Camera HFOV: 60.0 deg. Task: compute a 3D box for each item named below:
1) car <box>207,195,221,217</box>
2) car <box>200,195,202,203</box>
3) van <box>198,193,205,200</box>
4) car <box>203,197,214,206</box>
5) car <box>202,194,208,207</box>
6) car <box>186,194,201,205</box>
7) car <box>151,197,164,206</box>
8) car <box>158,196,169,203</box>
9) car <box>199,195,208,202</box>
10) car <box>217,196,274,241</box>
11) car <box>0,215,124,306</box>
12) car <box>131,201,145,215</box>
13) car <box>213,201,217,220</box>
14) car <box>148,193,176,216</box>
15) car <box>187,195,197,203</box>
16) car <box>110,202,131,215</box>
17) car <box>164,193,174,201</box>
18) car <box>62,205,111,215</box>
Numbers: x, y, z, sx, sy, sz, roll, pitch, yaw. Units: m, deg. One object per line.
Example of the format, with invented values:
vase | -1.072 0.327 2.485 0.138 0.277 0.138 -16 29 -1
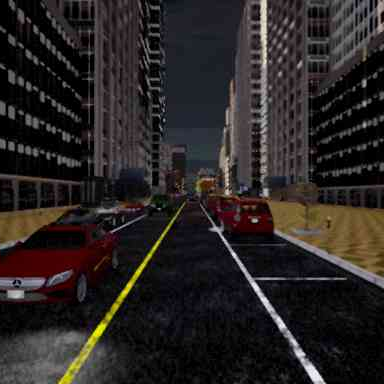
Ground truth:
car | 2.704 1.309 27.760 2.192 1.841 5.009 0 0 0
car | 2.710 1.537 49.917 2.008 1.369 4.403 0 0 0
van | 2.724 1.310 94.231 1.690 1.788 3.998 0 0 0
car | 2.712 1.510 55.626 1.752 1.417 4.829 0 0 0
car | 2.708 1.305 38.838 2.192 1.841 5.009 0 0 0
car | 0.019 1.476 58.224 2.128 1.511 4.902 0 0 0
car | -5.668 1.567 55.458 1.802 1.307 4.206 0 0 0
car | -5.665 1.563 66.537 1.802 1.307 4.206 0 0 0
car | 2.719 1.416 77.613 1.967 1.590 4.097 0 0 0
car | 2.701 1.312 16.680 2.192 1.841 5.009 0 0 0
car | -3.081 1.525 8.162 1.812 1.442 4.674 0 0 0
car | -5.675 1.574 33.301 1.802 1.307 4.206 0 0 0
car | 2.702 1.540 22.220 1.887 1.381 4.507 0 0 0
car | -2.990 1.199 32.984 2.150 2.045 5.566 0 0 0
car | 0.023 1.455 68.647 2.033 1.411 5.357 0 0 0
car | -5.679 1.546 22.221 2.008 1.369 4.403 0 0 0
car | -5.659 1.289 83.154 2.192 1.841 5.009 0 0 0
car | -5.680 1.563 16.683 1.947 1.339 4.313 0 0 0
